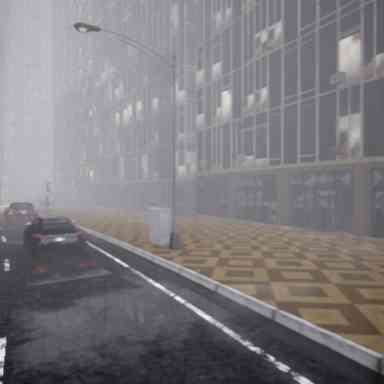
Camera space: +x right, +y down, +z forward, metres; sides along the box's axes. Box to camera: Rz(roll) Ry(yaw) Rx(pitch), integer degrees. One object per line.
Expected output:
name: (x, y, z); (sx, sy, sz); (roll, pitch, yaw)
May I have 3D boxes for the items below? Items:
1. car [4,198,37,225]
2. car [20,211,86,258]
car: (-13.722, 1.592, 26.643); (2.097, 1.767, 4.553); (-1, 0, -33)
car: (-5.710, 1.679, 13.616); (1.994, 1.385, 4.181); (0, 0, -30)
